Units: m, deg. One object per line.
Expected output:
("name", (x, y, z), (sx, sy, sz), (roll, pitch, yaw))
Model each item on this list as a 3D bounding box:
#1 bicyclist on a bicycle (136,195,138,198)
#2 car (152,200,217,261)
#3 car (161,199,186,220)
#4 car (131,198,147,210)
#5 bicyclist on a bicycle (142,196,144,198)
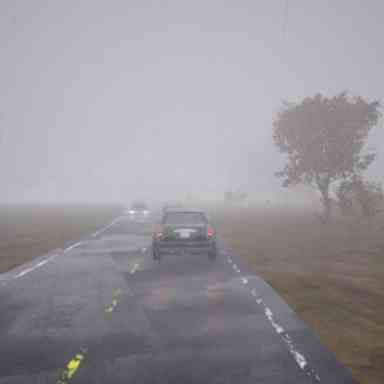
("bicyclist on a bicycle", (-14.699, 1.549, 88.785), (0.582, 1.620, 1.656), (0, 0, -20))
("car", (-0.311, 1.355, 12.520), (2.097, 1.767, 4.553), (0, 0, -3))
("car", (-1.743, 1.491, 29.791), (1.882, 1.535, 5.008), (0, 0, -6))
("car", (-6.804, 1.508, 42.777), (1.882, 1.535, 5.008), (0, 0, -10))
("bicyclist on a bicycle", (-11.795, 1.532, 80.184), (0.582, 1.620, 1.656), (0, 0, -18))
